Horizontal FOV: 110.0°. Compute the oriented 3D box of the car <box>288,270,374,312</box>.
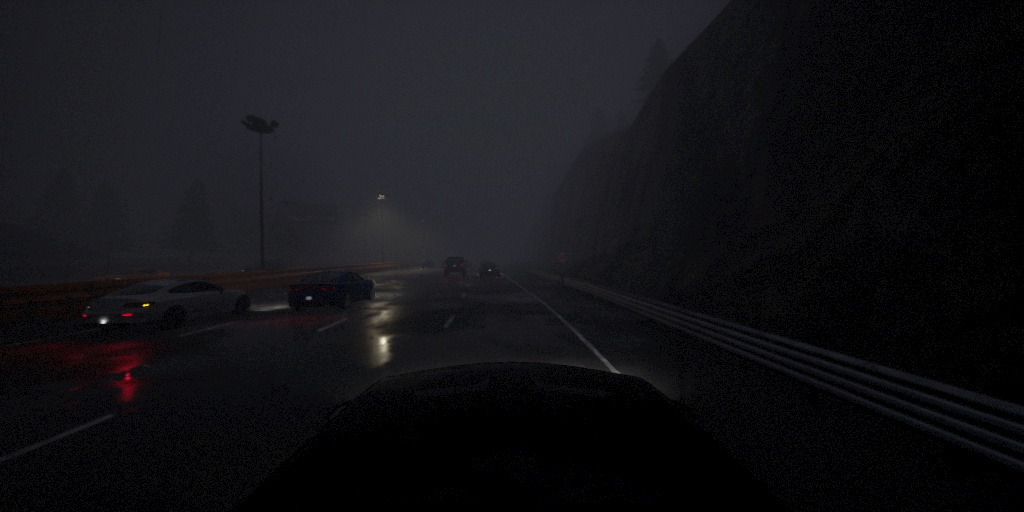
[{"bbox_3d":[-7.383,1.346,15.179,1.882,1.535,5.008,-1,0,-4],"label":"car"}]

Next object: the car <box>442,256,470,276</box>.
[{"bbox_3d":[-6.038,1.074,38.751,2.150,2.045,5.566,-1,0,-5],"label":"car"}]

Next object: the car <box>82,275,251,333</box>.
[{"bbox_3d":[-10.664,1.444,11.542,1.812,1.442,4.674,-1,0,-3],"label":"car"}]

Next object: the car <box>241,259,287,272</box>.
[{"bbox_3d":[-27.373,1.403,39.852,2.150,2.045,5.566,-1,0,-4],"label":"car"}]

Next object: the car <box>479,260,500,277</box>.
[{"bbox_3d":[-2.333,1.358,36.821,1.994,1.385,4.181,-1,0,-5],"label":"car"}]

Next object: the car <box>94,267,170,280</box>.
[{"bbox_3d":[-29.872,1.698,28.385,1.882,1.535,5.008,-1,0,-5],"label":"car"}]
